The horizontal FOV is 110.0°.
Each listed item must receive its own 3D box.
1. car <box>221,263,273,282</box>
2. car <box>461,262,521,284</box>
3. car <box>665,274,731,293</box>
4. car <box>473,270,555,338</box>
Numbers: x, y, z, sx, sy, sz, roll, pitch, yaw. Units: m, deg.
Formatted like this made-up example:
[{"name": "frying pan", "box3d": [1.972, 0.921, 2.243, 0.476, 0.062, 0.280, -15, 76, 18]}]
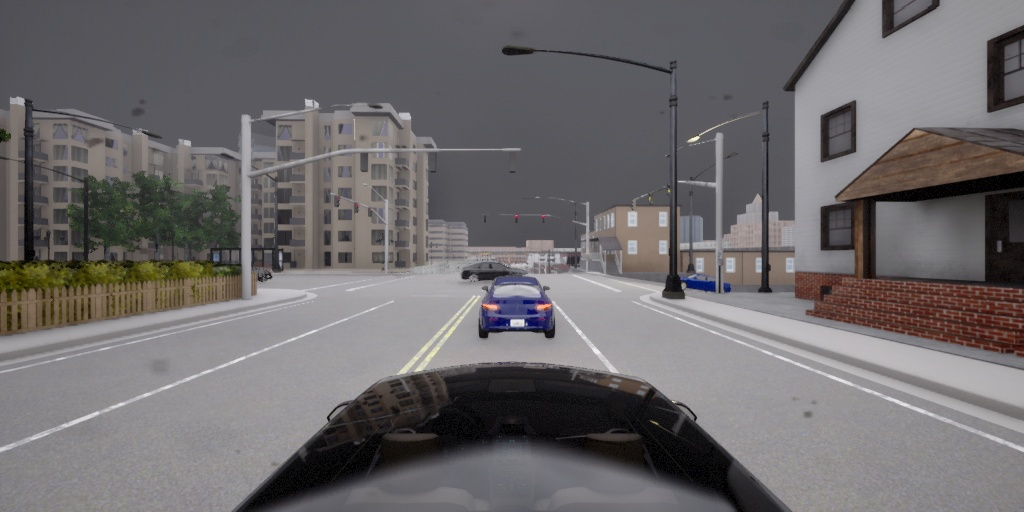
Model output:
[{"name": "car", "box3d": [-20.428, 1.253, 26.520, 4.892, 1.490, 1.837, 0, 0, 1]}, {"name": "car", "box3d": [-1.284, 1.212, 26.218, 4.892, 1.490, 1.837, 0, 0, 1]}, {"name": "car", "box3d": [15.379, 2.208, 29.696, 5.008, 1.535, 1.882, 9, 0, 1]}, {"name": "car", "box3d": [0.110, 1.275, 10.013, 1.812, 1.442, 4.674, 0, 0, 0]}]
